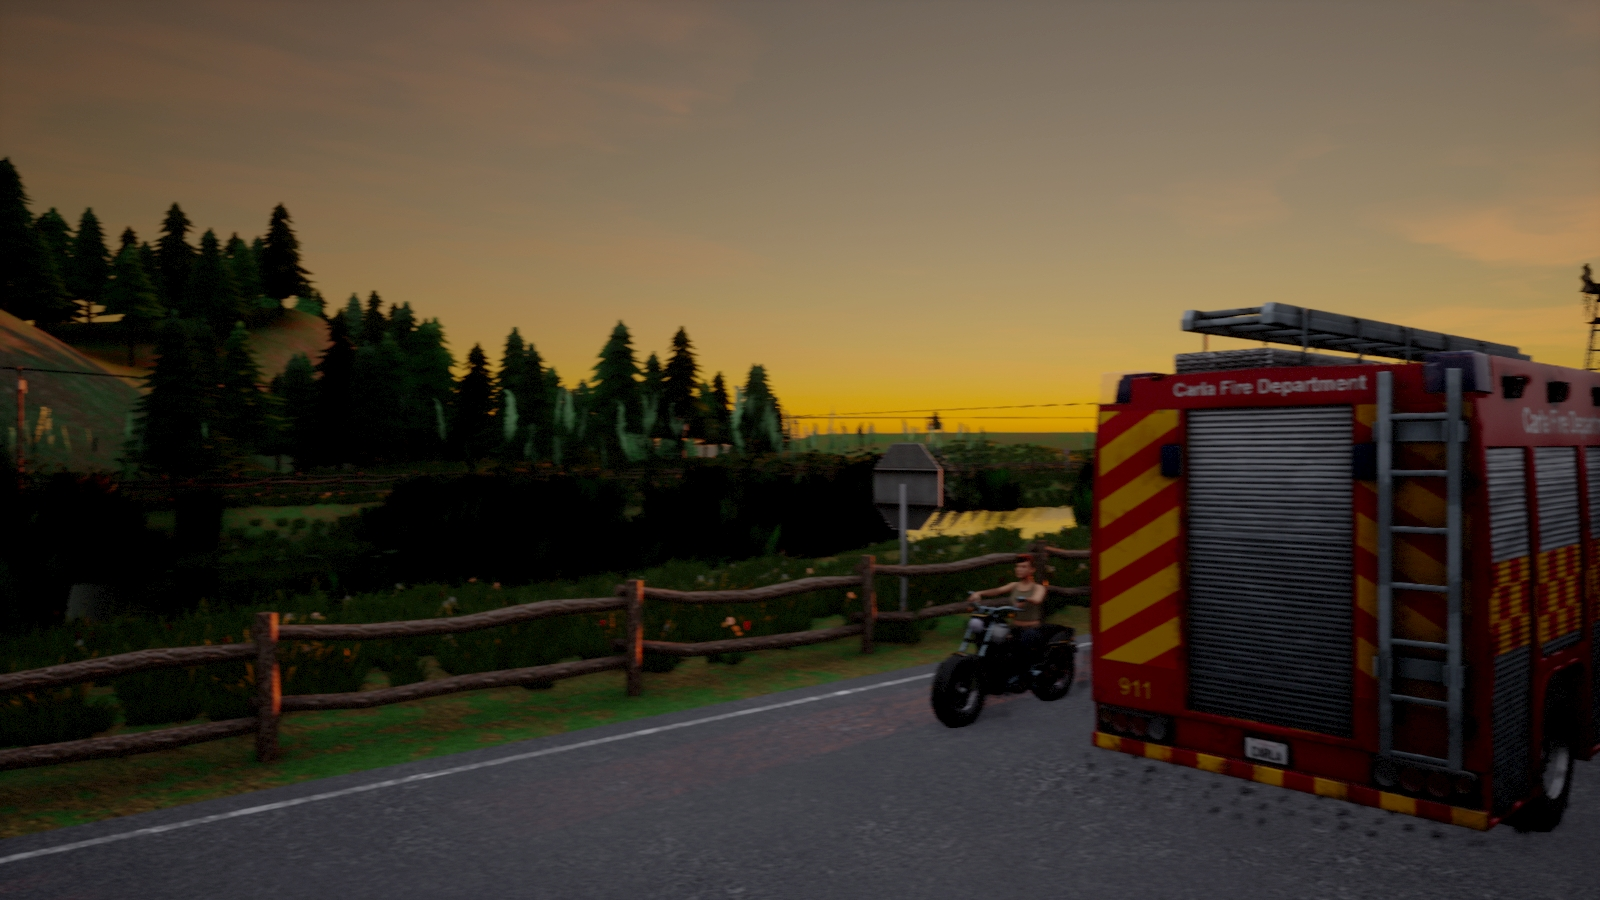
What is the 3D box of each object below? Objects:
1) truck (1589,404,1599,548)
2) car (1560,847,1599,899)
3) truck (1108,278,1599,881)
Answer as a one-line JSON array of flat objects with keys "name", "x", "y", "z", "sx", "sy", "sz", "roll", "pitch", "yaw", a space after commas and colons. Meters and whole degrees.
[{"name": "truck", "x": 25.326, "y": 0.678, "z": 32.383, "sx": 8.468, "sy": 3.827, "sz": 2.891, "roll": 0, "pitch": 0, "yaw": -41}, {"name": "car", "x": 3.910, "y": 2.041, "z": 1.624, "sx": 4.792, "sy": 1.488, "sz": 2.163, "roll": 0, "pitch": 0, "yaw": 44}, {"name": "truck", "x": 6.624, "y": 0.804, "z": 11.178, "sx": 8.468, "sy": 3.827, "sz": 2.891, "roll": 0, "pitch": 0, "yaw": -43}]
